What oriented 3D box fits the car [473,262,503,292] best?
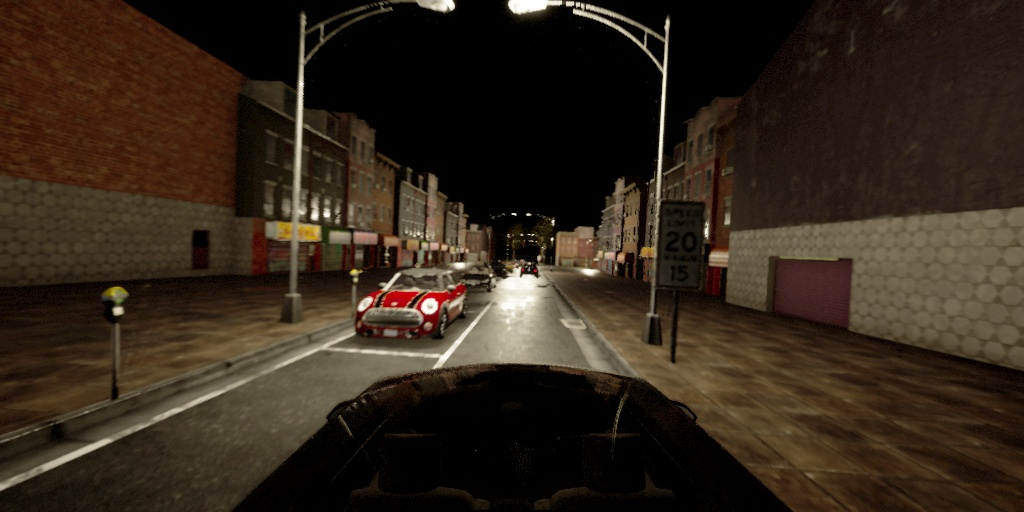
[{"bbox_3d":[-1.849,1.206,20.279,2.007,1.370,4.403,0,0,3],"label":"car"}]

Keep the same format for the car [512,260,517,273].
[{"bbox_3d":[-0.739,1.290,41.869,1.751,1.417,4.829,0,0,3],"label":"car"}]

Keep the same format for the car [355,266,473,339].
[{"bbox_3d":[-2.410,1.068,9.399,1.967,1.591,4.097,0,0,3],"label":"car"}]

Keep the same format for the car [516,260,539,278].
[{"bbox_3d":[1.756,1.411,36.474,2.033,1.411,5.357,3,0,3],"label":"car"}]

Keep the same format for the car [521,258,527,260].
[{"bbox_3d":[2.605,1.489,52.973,1.837,1.490,4.892,3,0,3],"label":"car"}]

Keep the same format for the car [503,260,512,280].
[{"bbox_3d":[-1.289,1.266,31.160,1.948,1.339,4.313,0,0,3],"label":"car"}]
